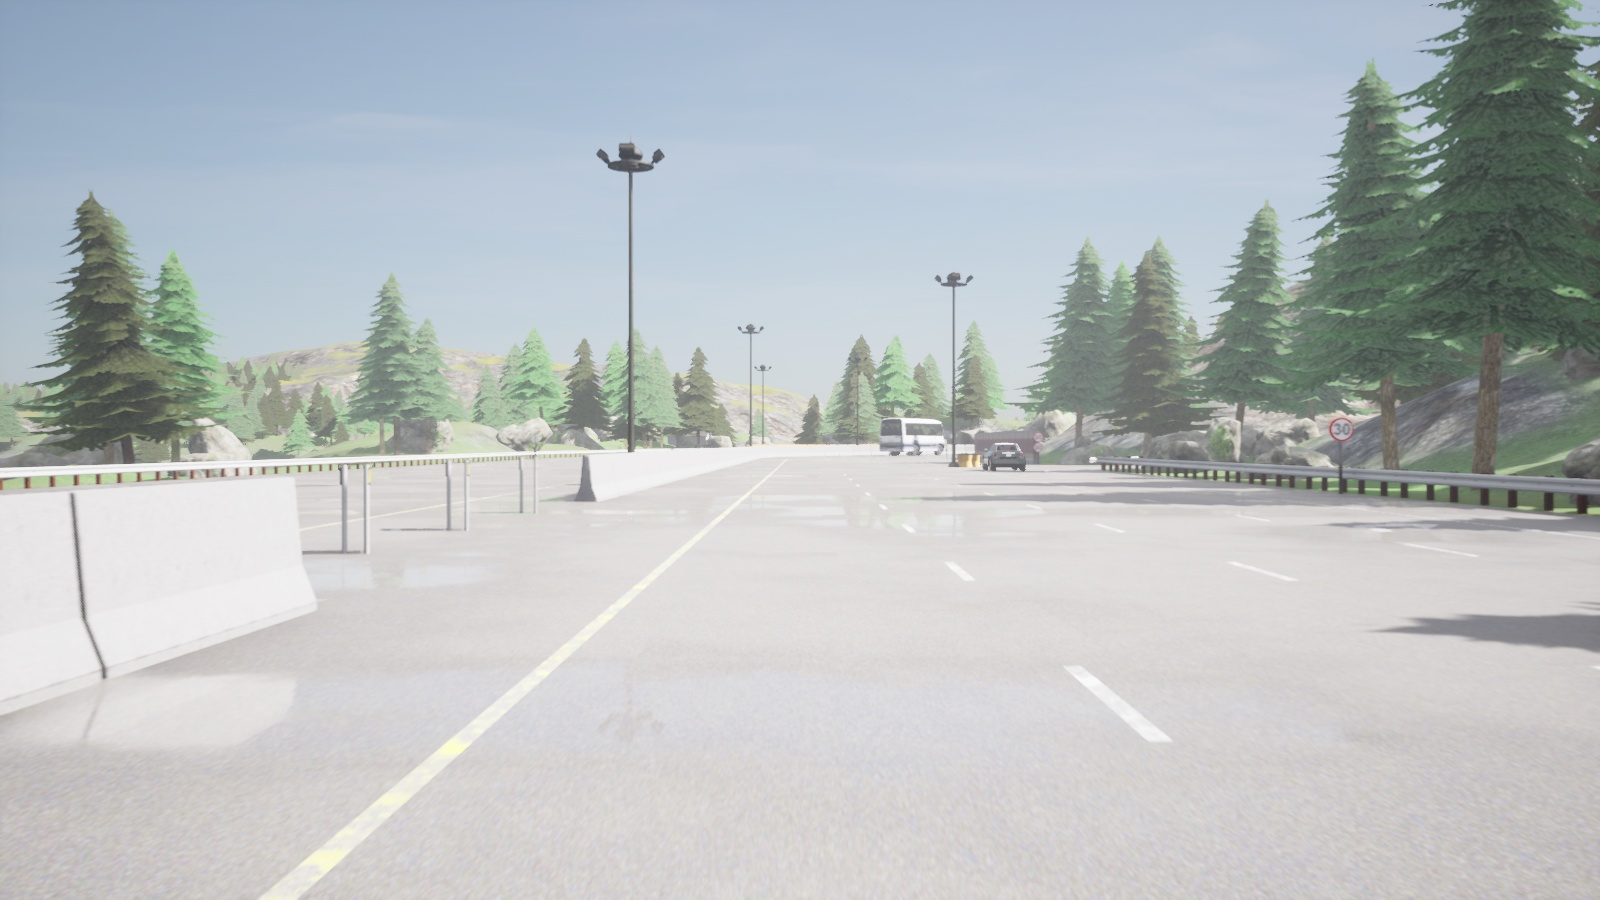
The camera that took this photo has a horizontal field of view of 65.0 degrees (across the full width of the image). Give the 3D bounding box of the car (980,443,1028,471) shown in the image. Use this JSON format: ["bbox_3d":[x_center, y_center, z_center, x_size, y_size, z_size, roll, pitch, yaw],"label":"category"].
[{"bbox_3d":[10.891,0.341,67.299,1.970,1.475,3.806,0,0,0],"label":"car"}]
